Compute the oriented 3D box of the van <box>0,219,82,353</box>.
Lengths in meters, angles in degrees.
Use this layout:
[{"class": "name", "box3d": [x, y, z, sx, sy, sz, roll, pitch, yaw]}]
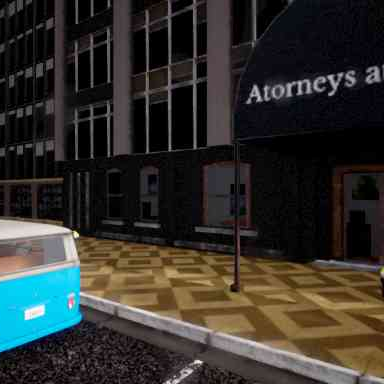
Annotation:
[{"class": "van", "box3d": [-3.561, 1.341, 5.438, 3.998, 1.788, 1.690, 0, 0, 36]}]
